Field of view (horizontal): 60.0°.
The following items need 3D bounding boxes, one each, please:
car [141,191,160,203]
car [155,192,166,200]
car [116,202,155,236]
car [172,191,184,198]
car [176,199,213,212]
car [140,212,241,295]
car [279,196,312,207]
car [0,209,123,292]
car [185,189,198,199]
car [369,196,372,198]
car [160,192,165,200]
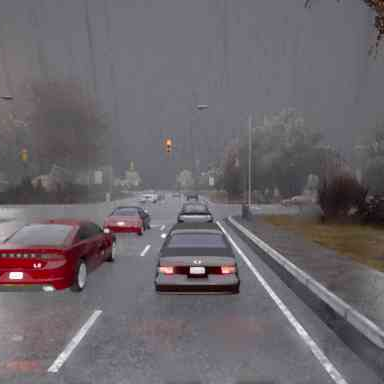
[{"bbox_3d":[-7.062,0.788,55.139,2.150,2.045,5.566,0,1,0],"label":"car"},{"bbox_3d":[-7.079,0.868,75.700,2.128,1.511,4.902,0,1,-1],"label":"car"},{"bbox_3d":[-3.389,1.457,17.882,1.994,1.385,4.181,0,1,0],"label":"car"},{"bbox_3d":[-3.963,0.716,86.347,2.128,1.511,4.902,0,1,-4],"label":"car"},{"bbox_3d":[0.140,1.379,18.513,2.128,1.511,4.902,0,1,-1],"label":"car"},{"bbox_3d":[0.105,1.515,8.820,2.033,1.411,5.357,0,0,0],"label":"car"},{"bbox_3d":[13.714,1.198,43.067,4.674,1.442,1.812,0,1,-3],"label":"car"},{"bbox_3d":[-3.392,1.445,8.895,1.882,1.535,5.008,0,0,0],"label":"car"},{"bbox_3d":[0.091,0.652,68.609,2.150,2.045,5.566,0,1,0],"label":"car"},{"bbox_3d":[24.326,1.214,43.681,5.357,1.411,2.033,0,1,-3],"label":"car"},{"bbox_3d":[-7.016,0.959,65.311,2.128,1.511,4.902,0,1,0],"label":"car"}]
